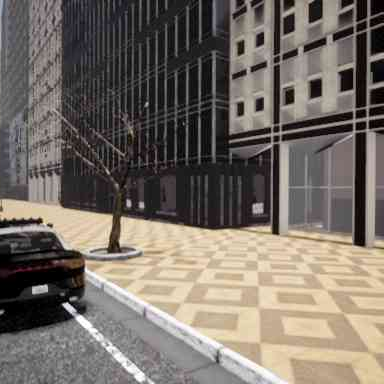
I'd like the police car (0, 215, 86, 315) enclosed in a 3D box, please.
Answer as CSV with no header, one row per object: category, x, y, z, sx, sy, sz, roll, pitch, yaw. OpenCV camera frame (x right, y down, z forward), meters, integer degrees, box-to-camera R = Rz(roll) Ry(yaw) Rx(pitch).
police car,-4.048,1.411,7.598,1.930,1.638,5.238,0,0,-36
